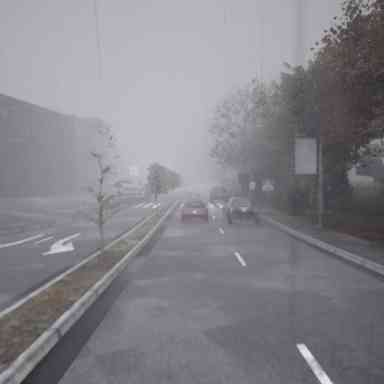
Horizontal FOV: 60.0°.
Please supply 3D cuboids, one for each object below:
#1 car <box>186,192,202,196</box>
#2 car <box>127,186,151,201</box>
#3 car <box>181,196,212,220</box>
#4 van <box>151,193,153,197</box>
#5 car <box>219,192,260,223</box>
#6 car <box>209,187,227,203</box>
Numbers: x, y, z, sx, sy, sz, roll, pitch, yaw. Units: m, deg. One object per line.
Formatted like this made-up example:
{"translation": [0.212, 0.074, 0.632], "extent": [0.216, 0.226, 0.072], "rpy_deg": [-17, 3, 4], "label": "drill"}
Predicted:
{"translation": [0.262, 0.727, 41.976], "extent": [2.033, 1.411, 5.357], "rpy_deg": [0, 2, 0], "label": "car"}
{"translation": [-7.960, 0.193, 48.402], "extent": [2.435, 2.045, 5.566], "rpy_deg": [0, 2, 1], "label": "car"}
{"translation": [0.195, 1.281, 25.001], "extent": [1.994, 1.385, 4.181], "rpy_deg": [0, 2, 0], "label": "car"}
{"translation": [-7.909, 0.041, 53.857], "extent": [1.878, 1.987, 4.442], "rpy_deg": [0, 2, 1], "label": "van"}
{"translation": [3.339, 1.121, 23.434], "extent": [2.097, 1.767, 4.553], "rpy_deg": [0, 2, 0], "label": "car"}
{"translation": [3.423, 0.344, 43.907], "extent": [2.150, 2.045, 5.566], "rpy_deg": [0, 2, 1], "label": "car"}
